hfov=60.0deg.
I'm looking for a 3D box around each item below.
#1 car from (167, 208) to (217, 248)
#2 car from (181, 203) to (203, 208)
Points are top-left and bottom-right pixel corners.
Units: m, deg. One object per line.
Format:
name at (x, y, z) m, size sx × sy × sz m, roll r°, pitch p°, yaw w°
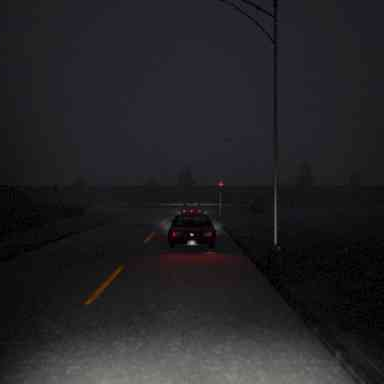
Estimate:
car at (0.000, 1.615, 14.680) m, size 1.895 × 1.301 × 4.718 m, roll 0°, pitch 0°, yaw 0°
car at (0.000, 1.615, 29.680) m, size 1.895 × 1.301 × 4.718 m, roll 0°, pitch 0°, yaw 0°
